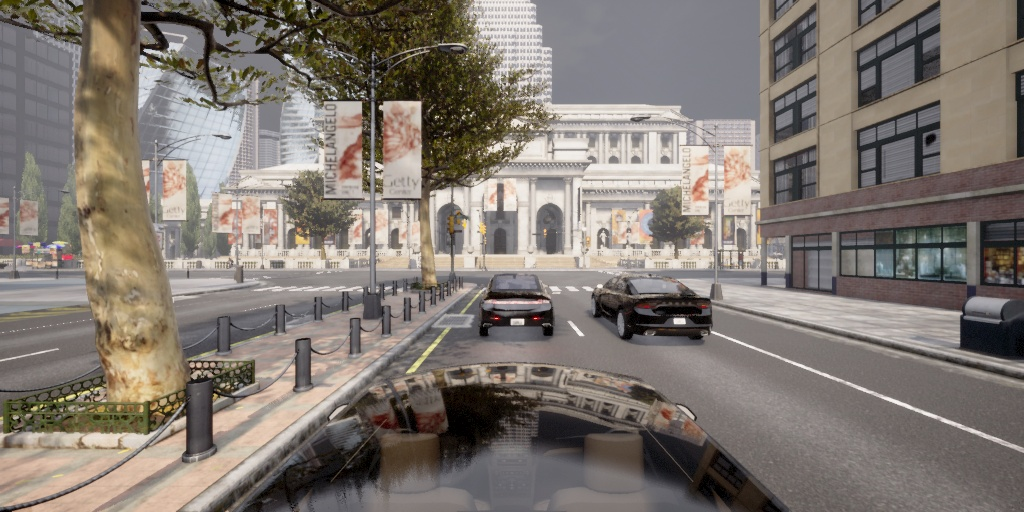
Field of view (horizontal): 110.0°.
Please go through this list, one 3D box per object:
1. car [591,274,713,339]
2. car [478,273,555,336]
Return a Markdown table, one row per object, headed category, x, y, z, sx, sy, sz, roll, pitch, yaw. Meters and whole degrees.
| category | x | y | z | sx | sy | sz | roll | pitch | yaw |
| --- | --- | --- | --- | --- | --- | --- | --- | --- | --- |
| car | 3.565 | 1.228 | 10.065 | 1.882 | 1.535 | 5.008 | 0 | 0 | 0 |
| car | 0.080 | 1.242 | 10.332 | 2.128 | 1.511 | 4.902 | 0 | 0 | -1 |
